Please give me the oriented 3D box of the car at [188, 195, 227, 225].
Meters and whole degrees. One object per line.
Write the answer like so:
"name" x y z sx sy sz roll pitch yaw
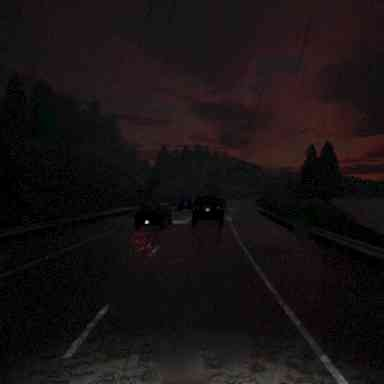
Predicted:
"car" 1.242 1.245 24.353 2.150 2.045 5.566 0 0 5

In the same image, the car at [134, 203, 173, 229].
"car" -2.463 1.523 21.890 1.837 1.490 4.892 0 0 4

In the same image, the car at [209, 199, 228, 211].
"car" 3.410 1.586 42.235 2.033 1.411 5.357 0 0 9

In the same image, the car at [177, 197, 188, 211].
"car" -0.395 1.386 40.306 2.097 1.767 4.553 0 0 8
